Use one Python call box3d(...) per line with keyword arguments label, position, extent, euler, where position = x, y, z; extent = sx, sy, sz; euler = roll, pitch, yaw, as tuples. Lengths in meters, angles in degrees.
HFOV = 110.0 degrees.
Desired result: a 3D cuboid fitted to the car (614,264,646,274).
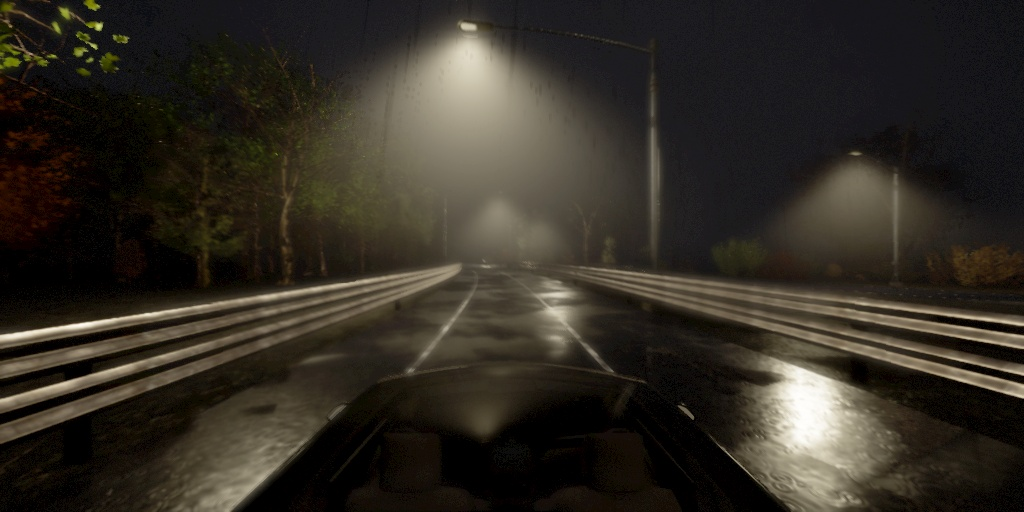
box3d(label="car", position=(15.750, 1.766, 48.214), extent=(1.837, 1.490, 4.892), euler=(0, 0, -25))
